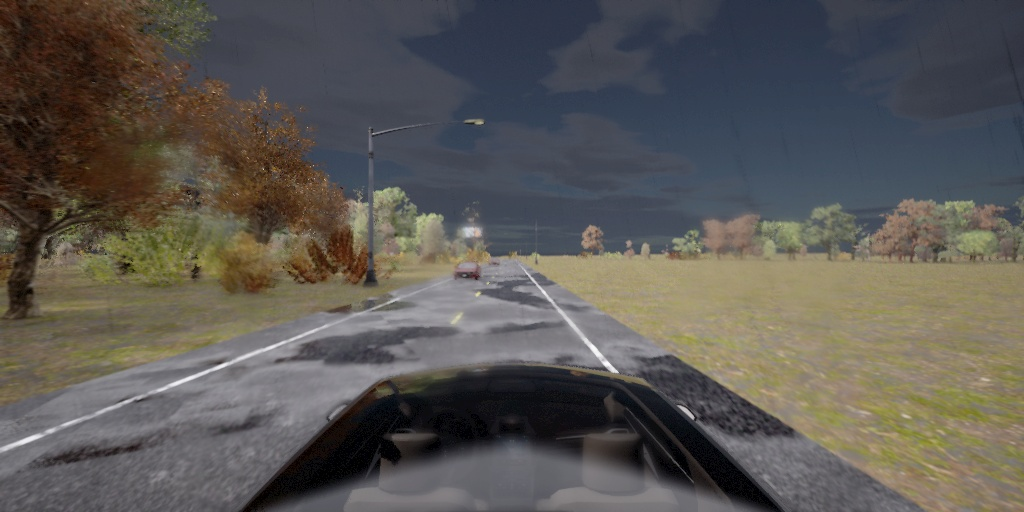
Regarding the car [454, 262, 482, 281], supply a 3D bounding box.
[{"bbox_3d":[-3.595,1.216,29.863,1.882,1.535,5.008,0,0,0],"label":"car"}]
